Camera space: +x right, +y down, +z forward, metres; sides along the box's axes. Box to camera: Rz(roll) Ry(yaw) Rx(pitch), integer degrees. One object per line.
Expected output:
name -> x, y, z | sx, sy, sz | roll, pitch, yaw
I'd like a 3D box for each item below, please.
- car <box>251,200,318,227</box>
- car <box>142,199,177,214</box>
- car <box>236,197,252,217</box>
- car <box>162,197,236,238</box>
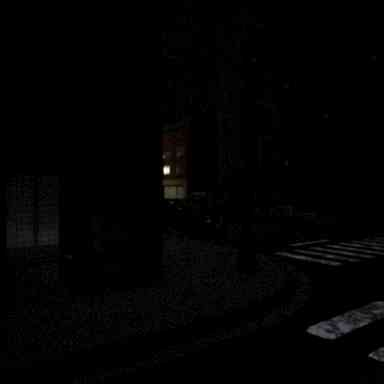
car -> 6.162, 1.522, 22.693 | 1.752, 1.417, 4.829 | 0, 0, -35
car -> -3.611, 1.523, 36.441 | 1.887, 1.381, 4.507 | 0, 0, -35
car -> 2.971, 1.306, 27.184 | 2.192, 1.841, 5.009 | 0, 0, -35
car -> -0.285, 1.281, 17.912 | 2.192, 1.841, 5.009 | 0, 0, -35
